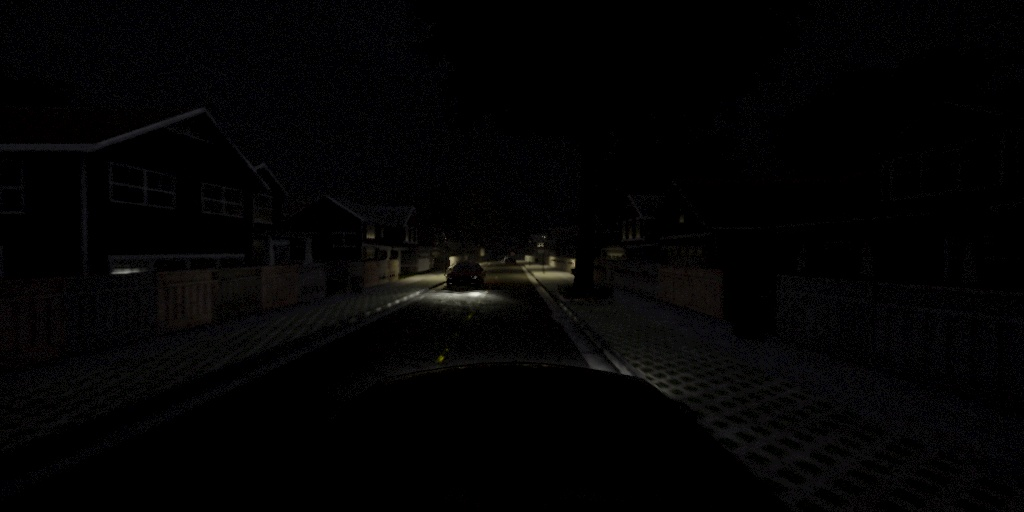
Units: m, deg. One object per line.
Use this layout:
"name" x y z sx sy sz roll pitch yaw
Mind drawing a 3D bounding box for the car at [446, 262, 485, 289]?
"car" -2.757 1.122 22.121 1.882 1.535 5.008 0 0 1
